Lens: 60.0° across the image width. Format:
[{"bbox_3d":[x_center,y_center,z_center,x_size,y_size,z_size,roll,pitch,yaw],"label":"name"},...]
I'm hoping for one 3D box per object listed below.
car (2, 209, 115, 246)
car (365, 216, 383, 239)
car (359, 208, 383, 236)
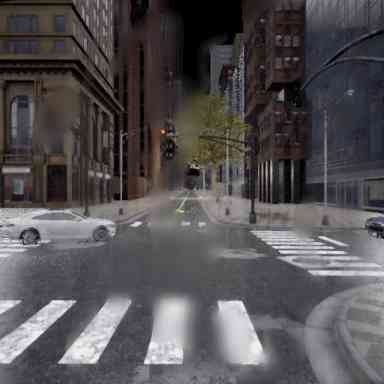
[{"bbox_3d":[-5.835,1.494,14.947,4.674,1.442,1.812,1,0,-25],"label":"car"},{"bbox_3d":[10.875,1.423,15.705,4.553,1.767,2.097,0,0,0],"label":"car"},{"bbox_3d":[11.909,1.628,18.368,4.403,1.369,2.008,0,0,0],"label":"car"}]
